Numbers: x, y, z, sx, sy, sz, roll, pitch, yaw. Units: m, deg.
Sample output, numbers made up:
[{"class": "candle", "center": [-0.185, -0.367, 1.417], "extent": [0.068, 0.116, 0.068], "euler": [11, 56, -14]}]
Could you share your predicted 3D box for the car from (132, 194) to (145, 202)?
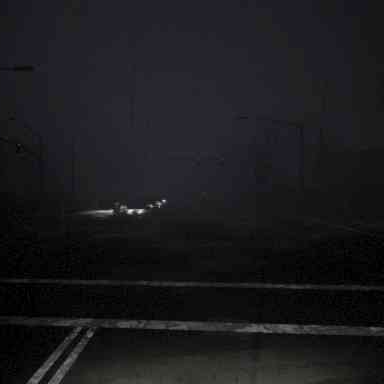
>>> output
[{"class": "car", "center": [-10.346, 1.179, 64.516], "extent": [1.994, 1.385, 4.181], "euler": [0, 1, 0]}]

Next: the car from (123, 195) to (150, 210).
[{"class": "car", "center": [-6.959, 1.472, 42.191], "extent": [1.994, 1.385, 4.181], "euler": [0, 1, 1]}]

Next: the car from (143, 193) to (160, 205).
[{"class": "car", "center": [-6.893, 1.327, 53.515], "extent": [2.033, 1.411, 5.357], "euler": [0, 1, 0]}]

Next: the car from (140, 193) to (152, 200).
[{"class": "car", "center": [-10.320, 0.948, 75.135], "extent": [2.033, 1.411, 5.357], "euler": [0, 1, 0]}]

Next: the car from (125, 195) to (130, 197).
[{"class": "car", "center": [-10.386, 1.271, 53.638], "extent": [2.128, 1.511, 4.902], "euler": [0, 1, 1]}]

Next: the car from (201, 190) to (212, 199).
[{"class": "car", "center": [3.687, 0.910, 77.612], "extent": [1.994, 1.385, 4.181], "euler": [0, 1, 0]}]

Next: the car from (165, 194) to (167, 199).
[{"class": "car", "center": [-6.820, 1.003, 75.141], "extent": [1.895, 1.301, 4.718], "euler": [0, 1, 0]}]

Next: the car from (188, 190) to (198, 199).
[{"class": "car", "center": [0.183, 0.604, 76.548], "extent": [2.150, 2.045, 5.566], "euler": [0, 1, 0]}]

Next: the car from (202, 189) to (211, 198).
[{"class": "car", "center": [3.710, 0.378, 87.605], "extent": [2.150, 2.045, 5.566], "euler": [0, 1, 0]}]

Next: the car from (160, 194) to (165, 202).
[{"class": "car", "center": [-6.846, 1.210, 64.793], "extent": [1.895, 1.301, 4.718], "euler": [0, 1, 0]}]

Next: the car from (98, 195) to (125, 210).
[{"class": "car", "center": [-10.455, 1.399, 42.342], "extent": [2.128, 1.511, 4.902], "euler": [0, 0, 1]}]
